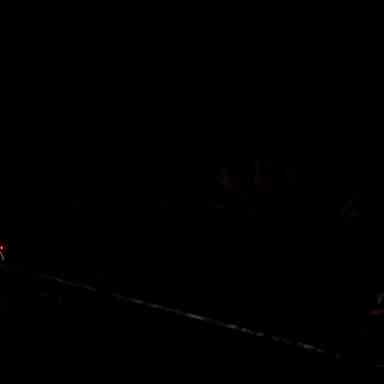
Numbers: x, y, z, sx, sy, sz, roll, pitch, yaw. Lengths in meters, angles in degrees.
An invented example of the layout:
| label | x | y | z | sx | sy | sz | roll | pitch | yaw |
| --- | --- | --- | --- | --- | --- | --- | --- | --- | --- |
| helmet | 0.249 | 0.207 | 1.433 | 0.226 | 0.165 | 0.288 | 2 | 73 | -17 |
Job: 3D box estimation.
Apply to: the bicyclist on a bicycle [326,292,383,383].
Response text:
| label | x | y | z | sx | sy | sz | roll | pitch | yaw |
| --- | --- | --- | --- | --- | --- | --- | --- | --- | --- |
| bicyclist on a bicycle | 2.176 | 1.436 | 3.472 | 1.509 | 1.612 | 0.866 | 0 | 0 | 36 |

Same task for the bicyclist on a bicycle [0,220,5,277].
| label | x | y | z | sx | sy | sz | roll | pitch | yaw |
| --- | --- | --- | --- | --- | --- | --- | --- | --- | --- |
| bicyclist on a bicycle | -5.521 | 1.356 | 8.998 | 1.843 | 1.776 | 0.659 | 0 | 0 | 35 |
